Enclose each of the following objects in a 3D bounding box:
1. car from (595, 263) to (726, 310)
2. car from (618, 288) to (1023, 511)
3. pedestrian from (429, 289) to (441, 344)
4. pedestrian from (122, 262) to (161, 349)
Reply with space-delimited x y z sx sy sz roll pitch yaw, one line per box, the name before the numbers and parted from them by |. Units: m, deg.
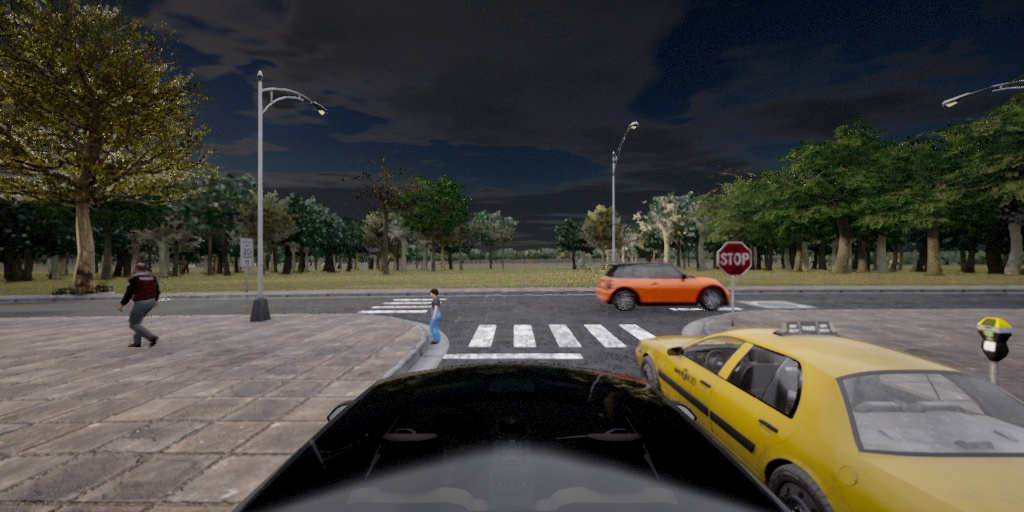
car | 5.519 1.038 13.418 4.553 1.767 2.097 -1 0 1
car | 2.643 1.276 3.486 1.751 1.417 4.829 0 0 0
pedestrian | -1.748 1.325 8.197 0.375 1.300 0.375 0 0 0
pedestrian | -7.597 0.962 7.396 0.375 1.860 0.375 0 0 0
